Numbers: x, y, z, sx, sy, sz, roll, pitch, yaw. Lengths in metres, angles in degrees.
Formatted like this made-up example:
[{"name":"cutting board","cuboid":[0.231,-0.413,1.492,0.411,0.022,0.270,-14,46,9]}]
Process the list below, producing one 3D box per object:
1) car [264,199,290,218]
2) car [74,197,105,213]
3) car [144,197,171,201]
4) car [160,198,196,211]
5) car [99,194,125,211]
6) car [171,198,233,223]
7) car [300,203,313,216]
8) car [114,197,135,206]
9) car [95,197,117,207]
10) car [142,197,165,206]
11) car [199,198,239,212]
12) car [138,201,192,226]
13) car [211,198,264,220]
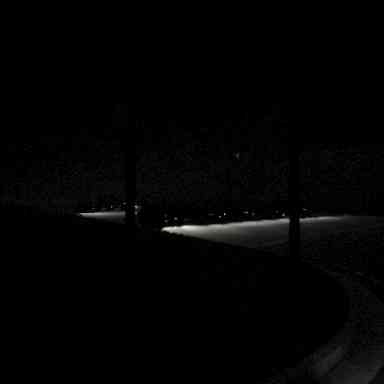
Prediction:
[{"name":"car","cuboid":[6.146,1.527,29.973,2.033,1.411,5.357,0,0,-35]},{"name":"car","cuboid":[-11.712,1.596,37.293,1.994,1.385,4.181,0,0,-35]},{"name":"car","cuboid":[-4.005,1.487,38.458,1.882,1.535,5.008,0,0,-35]},{"name":"car","cuboid":[-1.826,1.549,41.454,2.033,1.411,5.357,0,0,-35]},{"name":"car","cuboid":[-9.944,1.248,40.881,2.150,2.045,5.566,0,0,-35]},{"name":"car","cuboid":[0.631,1.500,25.643,1.837,1.490,4.892,0,0,-35]},{"name":"car","cuboid":[9.182,1.474,31.742,1.837,1.490,4.892,0,0,-35]},{"name":"car","cuboid":[-11.288,1.501,55.242,1.994,1.385,4.181,0,0,-35]},{"name":"car","cuboid":[-13.582,1.545,52.395,1.837,1.490,4.892,0,0,-35]},{"name":"car","cuboid":[-6.321,1.540,54.163,1.812,1.442,4.674,0,0,-34]},{"name":"car","cuboid":[3.207,1.477,40.345,2.128,1.511,4.902,0,0,-35]},{"name":"car","cuboid":[-2.204,1.569,23.588,1.994,1.385,4.181,0,0,-35]},{"name":"car","cuboid":[3.376,1.493,27.828,1.837,1.490,4.892,0,0,-35]}]
